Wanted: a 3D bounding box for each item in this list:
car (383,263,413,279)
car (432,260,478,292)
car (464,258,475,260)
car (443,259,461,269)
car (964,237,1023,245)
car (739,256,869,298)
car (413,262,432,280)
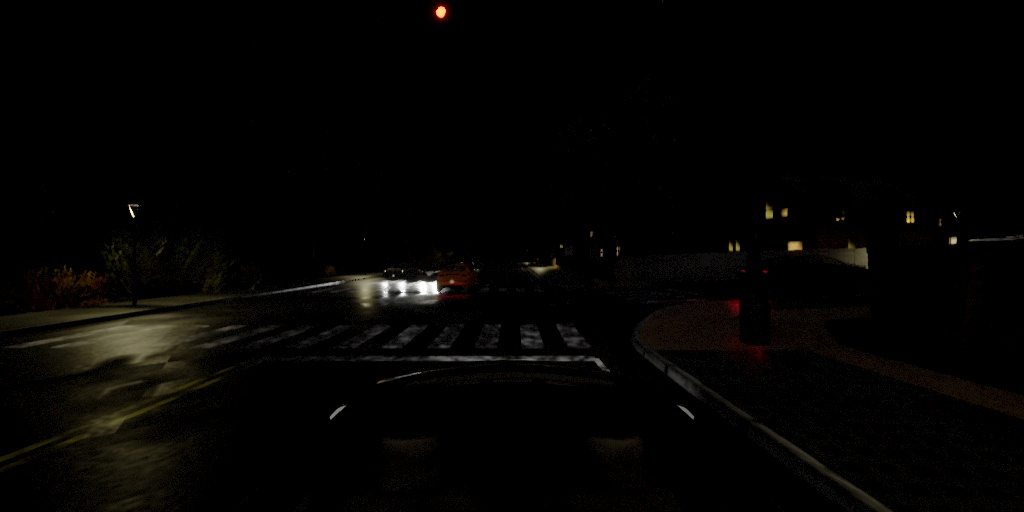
[{"bbox_3d":[-9.846,1.336,31.992,1.895,1.301,4.718,0,0,0],"label":"car"},{"bbox_3d":[-3.170,1.213,21.465,1.882,1.535,5.008,0,0,0],"label":"car"},{"bbox_3d":[-6.559,1.088,54.854,2.097,1.767,4.553,0,0,0],"label":"car"},{"bbox_3d":[-9.782,1.287,58.539,2.033,1.411,5.357,0,0,1],"label":"car"},{"bbox_3d":[24.867,0.067,18.383,5.566,2.045,2.150,-2,0,-9],"label":"car"},{"bbox_3d":[11.219,0.725,13.598,4.902,1.511,2.128,-2,-1,-7],"label":"car"},{"bbox_3d":[-6.596,1.224,30.922,2.128,1.511,4.902,0,0,0],"label":"car"}]
